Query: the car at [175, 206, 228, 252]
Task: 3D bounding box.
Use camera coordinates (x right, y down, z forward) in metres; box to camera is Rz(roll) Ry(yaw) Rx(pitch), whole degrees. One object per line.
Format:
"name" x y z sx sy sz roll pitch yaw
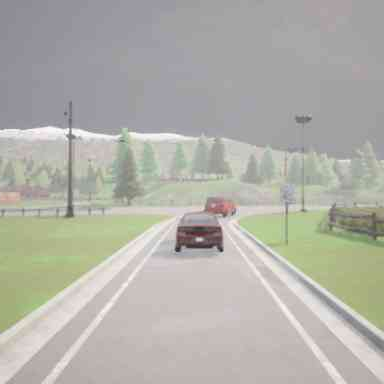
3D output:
"car" 0.310 1.591 14.575 1.882 1.535 5.008 0 0 1

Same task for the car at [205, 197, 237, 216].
"car" 3.032 1.495 34.365 2.150 2.045 5.566 -1 -1 21
